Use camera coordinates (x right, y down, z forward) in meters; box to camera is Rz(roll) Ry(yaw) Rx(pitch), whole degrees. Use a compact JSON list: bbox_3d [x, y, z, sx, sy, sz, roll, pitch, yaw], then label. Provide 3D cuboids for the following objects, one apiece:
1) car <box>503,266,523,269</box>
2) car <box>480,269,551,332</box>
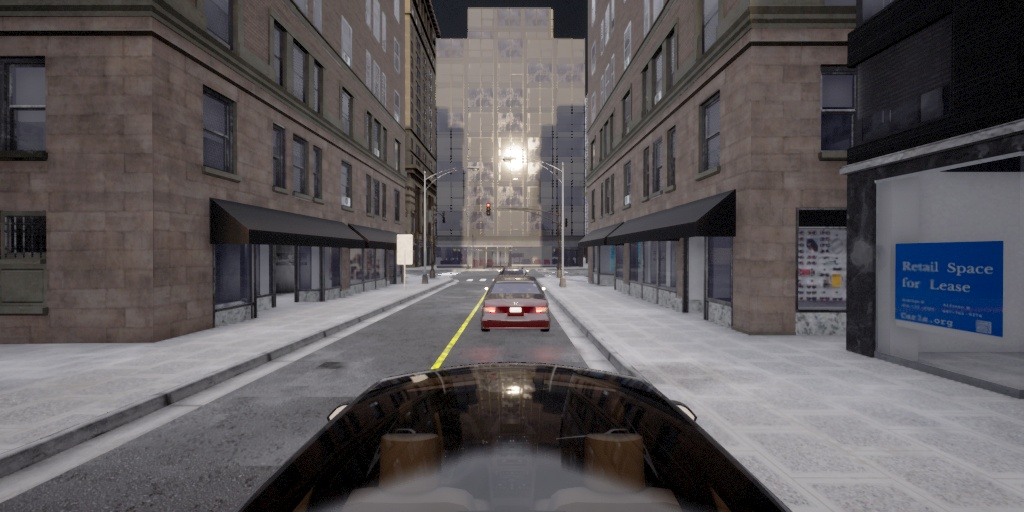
[{"bbox_3d":[0.085,1.300,21.478,1.994,1.385,4.181,0,0,0],"label":"car"},{"bbox_3d":[0.094,1.292,10.812,2.033,1.411,5.357,0,0,0],"label":"car"}]
